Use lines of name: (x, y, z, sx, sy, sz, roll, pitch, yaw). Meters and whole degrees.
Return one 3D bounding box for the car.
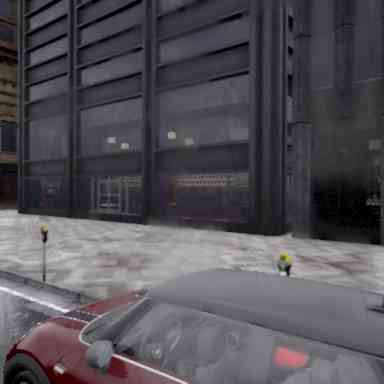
car: (0.146, 1.428, 2.864, 4.097, 1.590, 1.967, 1, 0, 36)
